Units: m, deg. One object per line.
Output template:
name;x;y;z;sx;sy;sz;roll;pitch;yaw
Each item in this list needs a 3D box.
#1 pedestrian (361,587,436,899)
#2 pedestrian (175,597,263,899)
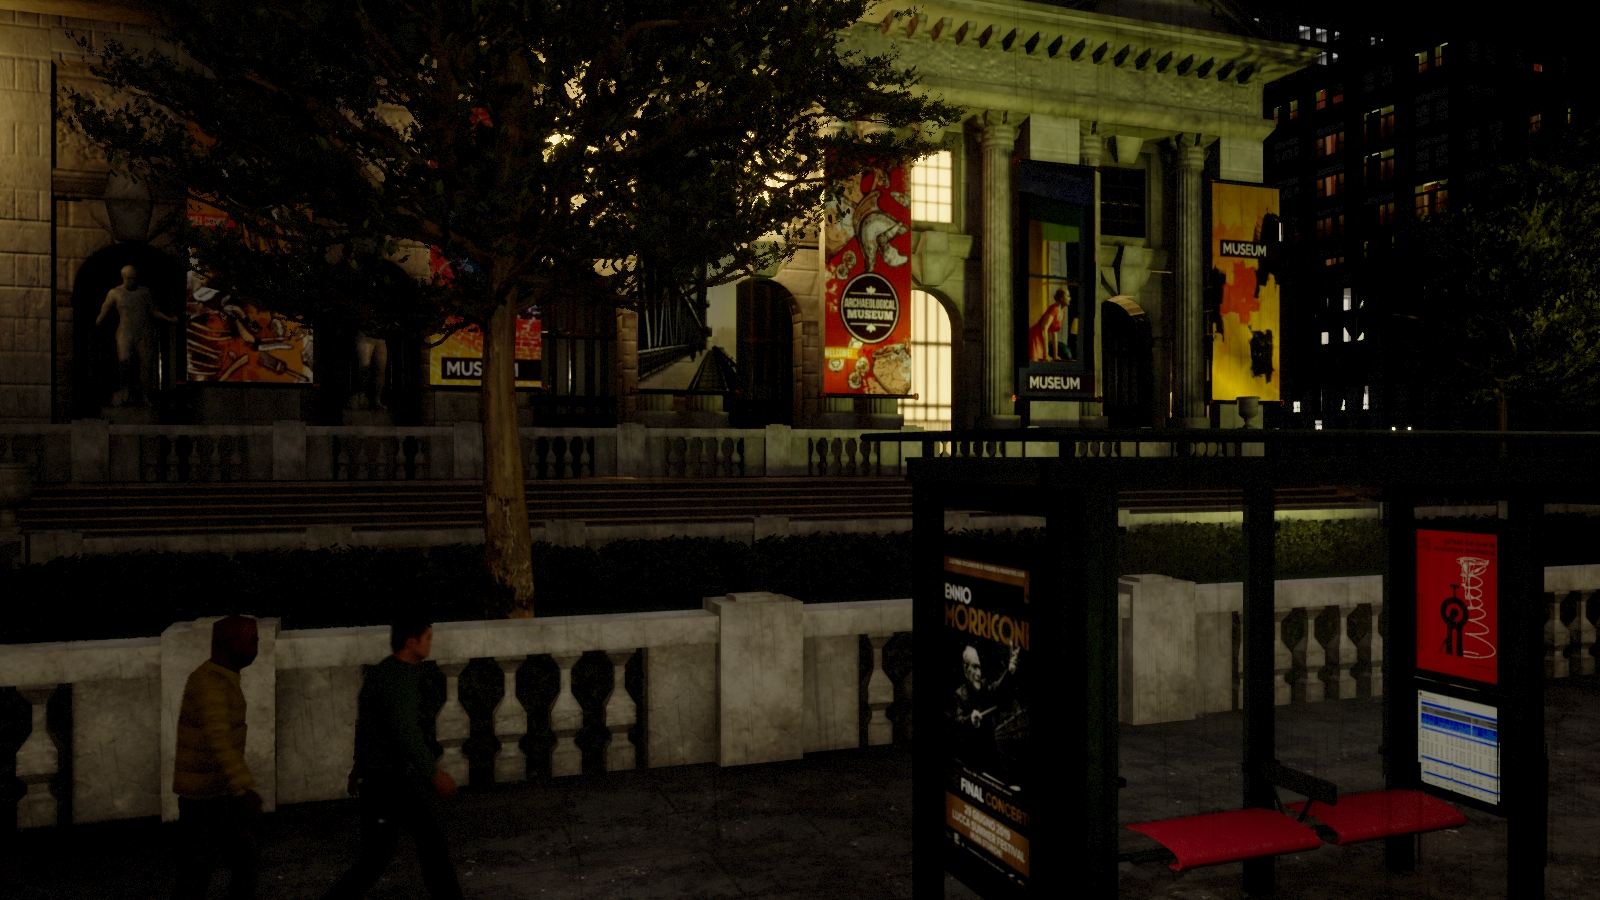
pedestrian;-2.170;1.698;6.170;0.375;1.860;0.375;0;0;-20
pedestrian;-2.889;1.697;5.701;0.375;1.860;0.375;0;0;-24
